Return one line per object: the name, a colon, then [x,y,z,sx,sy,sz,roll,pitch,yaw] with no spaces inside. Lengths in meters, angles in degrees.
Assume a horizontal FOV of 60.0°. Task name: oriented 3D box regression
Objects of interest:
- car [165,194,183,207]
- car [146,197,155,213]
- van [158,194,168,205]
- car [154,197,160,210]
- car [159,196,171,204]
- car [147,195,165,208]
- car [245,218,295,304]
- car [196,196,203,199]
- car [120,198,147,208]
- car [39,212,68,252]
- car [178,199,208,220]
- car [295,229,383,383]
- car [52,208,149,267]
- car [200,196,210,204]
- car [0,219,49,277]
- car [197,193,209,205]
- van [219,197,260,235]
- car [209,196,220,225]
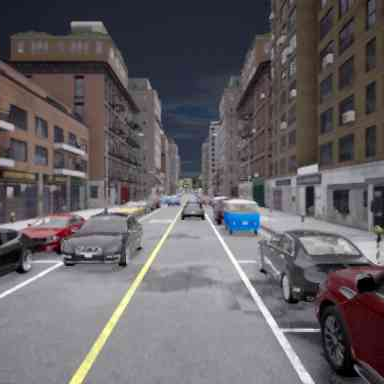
car: [-2.811,1.505,52.647,1.882,1.535,5.008,0,0,0]
car: [-5.390,1.570,34.987,2.008,1.369,4.403,0,0,0]
van: [-5.377,1.374,62.019,1.690,1.788,3.998,0,0,0]
car: [-5.388,1.587,40.394,1.947,1.339,4.313,0,0,0]
car: [-5.375,1.587,67.425,2.008,1.369,4.403,0,0,0]
car: [-5.385,1.339,45.800,2.192,1.841,5.009,0,0,0]
car: [2.702,1.555,7.956,2.008,1.369,4.403,0,0,0]
car: [0.093,1.587,44.309,1.994,1.385,4.181,0,0,0]
car: [-5.393,1.541,29.412,1.752,1.417,4.829,0,0,0]
car: [-5.400,1.553,13.362,1.887,1.381,4.507,0,0,0]
car: [0.089,1.580,28.518,1.994,1.385,4.181,0,0,0]
car: [2.706,1.316,2.550,2.192,1.841,5.009,0,0,0]
car: [-2.834,1.513,11.529,1.837,1.490,4.892,0,0,0]
car: [2.660,1.561,67.594,1.752,1.417,4.829,0,0,0]
car: [-5.403,1.571,7.956,1.947,1.339,4.313,0,0,0]
car: [2.274,1.380,52.064,2.097,1.767,4.553,0,0,0]
van: [2.694,1.351,18.768,1.690,1.788,3.998,0,0,0]
car: [2.690,1.328,24.175,2.192,1.841,5.009,0,0,0]
